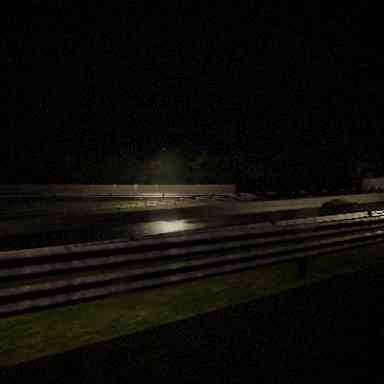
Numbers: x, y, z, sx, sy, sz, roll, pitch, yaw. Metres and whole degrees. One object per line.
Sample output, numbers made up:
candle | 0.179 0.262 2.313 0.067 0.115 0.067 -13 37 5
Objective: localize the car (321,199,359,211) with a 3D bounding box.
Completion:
car | 19.384 1.627 43.634 5.357 1.411 2.033 -3 2 -26
